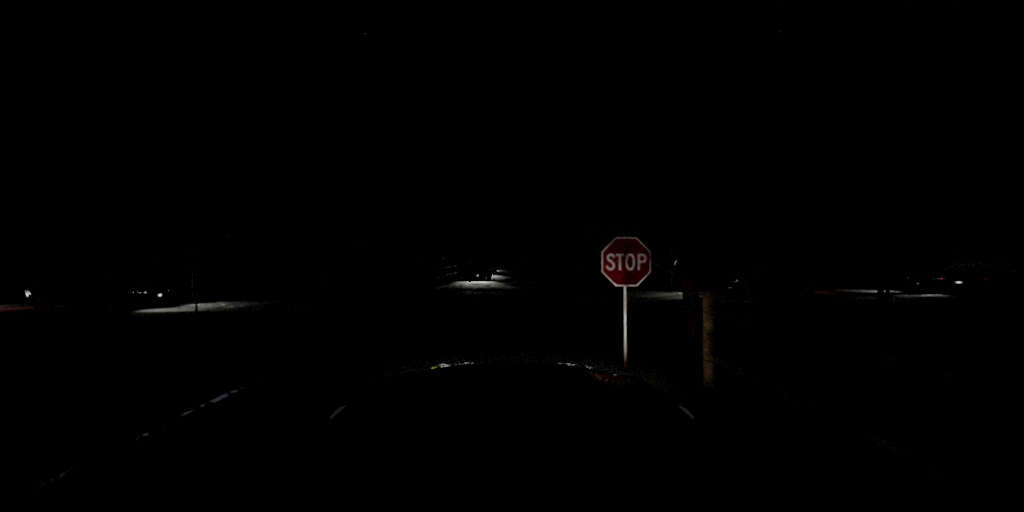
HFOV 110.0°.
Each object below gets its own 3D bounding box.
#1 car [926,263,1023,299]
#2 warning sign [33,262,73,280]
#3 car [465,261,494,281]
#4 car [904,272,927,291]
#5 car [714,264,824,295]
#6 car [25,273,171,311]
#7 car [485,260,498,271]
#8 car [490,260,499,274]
[{"bbox_3d":[21.324,1.093,15.533,4.181,1.385,1.994,-1,-1,-1],"label":"car"},{"bbox_3d":[-25.765,1.281,20.404,1.060,1.860,1.300,0,0,-1],"label":"warning sign"},{"bbox_3d":[-2.832,1.412,30.978,1.994,1.385,4.181,0,0,-2],"label":"car"},{"bbox_3d":[23.252,1.108,18.512,4.674,1.442,1.812,-1,-1,0],"label":"car"},{"bbox_3d":[13.057,1.162,18.422,5.008,1.535,1.882,-1,-1,-1],"label":"car"},{"bbox_3d":[-17.367,1.444,15.194,4.892,1.490,1.837,-1,-1,-1],"label":"car"},{"bbox_3d":[-3.182,1.453,56.370,1.837,1.490,4.892,0,0,-2],"label":"car"},{"bbox_3d":[-2.871,1.495,42.793,1.895,1.301,4.718,0,0,0],"label":"car"}]
